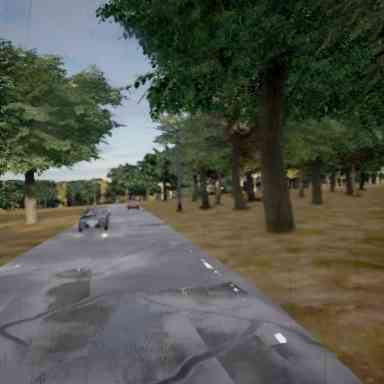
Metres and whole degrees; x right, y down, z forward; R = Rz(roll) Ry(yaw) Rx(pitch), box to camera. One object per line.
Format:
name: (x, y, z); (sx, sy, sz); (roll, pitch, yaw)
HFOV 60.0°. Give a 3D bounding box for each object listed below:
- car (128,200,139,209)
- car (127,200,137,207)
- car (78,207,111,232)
car: (-10.370, 2.320, 58.820); (1.994, 1.385, 4.181); (-2, -1, -11)
car: (-13.430, 2.534, 74.105); (2.128, 1.511, 4.902); (-2, -1, -12)
car: (-6.546, 1.790, 22.688); (2.128, 1.511, 4.902); (-2, 0, -11)
